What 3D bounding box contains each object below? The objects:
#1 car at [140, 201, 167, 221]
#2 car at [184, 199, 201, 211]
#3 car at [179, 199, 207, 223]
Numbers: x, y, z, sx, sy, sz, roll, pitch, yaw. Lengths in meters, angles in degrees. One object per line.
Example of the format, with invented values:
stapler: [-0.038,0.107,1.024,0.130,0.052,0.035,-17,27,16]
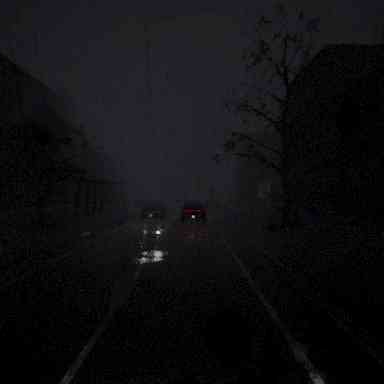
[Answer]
car: [-3.102,1.497,27.426,2.128,1.511,4.902,0,0,0]
car: [0.095,1.661,42.923,2.033,1.411,5.357,0,-1,0]
car: [0.096,1.508,25.834,1.837,1.490,4.892,0,0,0]
